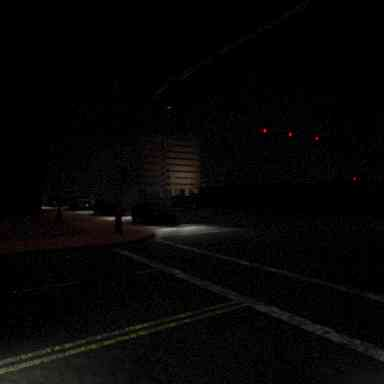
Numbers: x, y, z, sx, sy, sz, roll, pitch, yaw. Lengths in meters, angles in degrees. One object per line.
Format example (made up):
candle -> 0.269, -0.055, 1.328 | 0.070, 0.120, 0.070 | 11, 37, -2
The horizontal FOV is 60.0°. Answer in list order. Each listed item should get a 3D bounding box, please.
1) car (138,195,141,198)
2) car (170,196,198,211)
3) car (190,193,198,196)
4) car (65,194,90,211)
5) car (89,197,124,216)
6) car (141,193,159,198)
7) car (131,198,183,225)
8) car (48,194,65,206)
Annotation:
car -> -11.359, 1.153, 83.926 | 4.605, 1.855, 1.932 | 0, 0, -34
car -> -1.044, 1.525, 41.494 | 1.812, 1.442, 4.674 | 0, 0, -32
car -> 1.246, 1.156, 65.267 | 3.866, 1.878, 1.905 | 0, 0, -34
car -> -13.934, 1.219, 41.833 | 2.150, 2.045, 5.566 | 0, 0, -32
car -> -8.316, 1.478, 33.039 | 1.882, 1.535, 5.008 | 0, 0, -33
car -> -9.782, 1.156, 81.499 | 3.866, 1.878, 1.905 | 0, 0, -34
car -> -2.887, 1.478, 24.489 | 1.882, 1.535, 5.008 | 0, 0, -31
car -> -22.190, 1.275, 54.900 | 2.150, 2.045, 5.566 | 0, 0, -33
